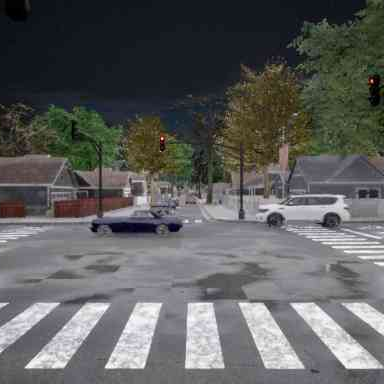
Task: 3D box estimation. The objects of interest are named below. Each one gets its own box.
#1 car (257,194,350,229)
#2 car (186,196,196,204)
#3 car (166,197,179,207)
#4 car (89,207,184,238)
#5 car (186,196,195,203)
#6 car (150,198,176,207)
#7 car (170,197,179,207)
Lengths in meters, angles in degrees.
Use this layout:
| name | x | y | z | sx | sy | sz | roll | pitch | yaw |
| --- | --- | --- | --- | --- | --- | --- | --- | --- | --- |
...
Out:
| name | x | y | z | sx | sy | sz | roll | pitch | yaw |
| --- | --- | --- | --- | --- | --- | --- | --- | --- | --- |
| car | 6.895 | 1.171 | 20.907 | 5.566 | 2.045 | 2.150 | 0 | 0 | 7 |
| car | -0.205 | 1.621 | 63.447 | 1.994 | 1.385 | 4.181 | 0 | 0 | 0 |
| car | -3.032 | 1.568 | 53.018 | 1.812 | 1.442 | 4.674 | 0 | 0 | 0 |
| car | -2.809 | 1.608 | 17.273 | 4.718 | 1.301 | 1.895 | 0 | 0 | 0 |
| car | -0.321 | 1.574 | 73.379 | 1.837 | 1.490 | 4.892 | 0 | 0 | 0 |
| car | -3.032 | 1.567 | 32.879 | 2.033 | 1.411 | 5.357 | 0 | 0 | 0 |
| car | -3.013 | 1.594 | 42.768 | 1.994 | 1.385 | 4.181 | 0 | 0 | 0 |
